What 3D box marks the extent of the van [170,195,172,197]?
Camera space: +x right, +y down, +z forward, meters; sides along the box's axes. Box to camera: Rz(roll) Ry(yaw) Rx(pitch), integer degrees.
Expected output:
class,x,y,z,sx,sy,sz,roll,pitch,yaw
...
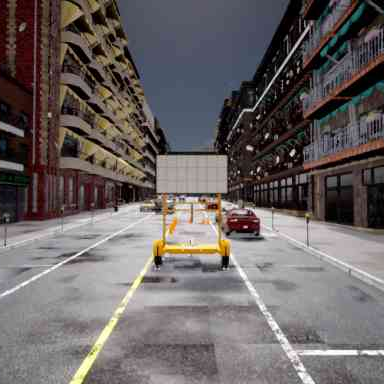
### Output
class,x,y,z,sx,sy,sz,roll,pitch,yaw
van,-5.230,1.481,62.668,1.690,1.788,3.998,1,0,0

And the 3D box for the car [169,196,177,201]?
class,x,y,z,sx,sy,sz,roll,pitch,yaw
car,-5.209,1.830,90.320,1.947,1.339,4.313,1,0,0

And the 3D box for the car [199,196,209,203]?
class,x,y,z,sx,sy,sz,roll,pitch,yaw
car,2.666,1.626,73.660,1.967,1.590,4.097,1,0,0

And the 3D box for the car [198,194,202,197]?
class,x,y,z,sx,sy,sz,roll,pitch,yaw
car,2.651,1.706,68.128,1.887,1.381,4.507,1,0,0

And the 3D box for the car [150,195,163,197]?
class,x,y,z,sx,sy,sz,roll,pitch,yaw
car,-5.245,1.399,46.078,2.192,1.841,5.009,2,0,0

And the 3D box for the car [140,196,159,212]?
class,x,y,z,sx,sy,sz,roll,pitch,yaw
car,-5.256,1.594,40.376,1.752,1.417,4.829,2,0,0

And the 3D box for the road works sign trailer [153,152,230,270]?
class,x,y,z,sx,sy,sz,roll,pitch,yaw
road works sign trailer,0.000,0.474,11.043,2.380,3.560,2.880,0,0,0

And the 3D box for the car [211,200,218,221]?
class,x,y,z,sx,sy,sz,roll,pitch,yaw
car,2.608,1.555,24.054,1.752,1.417,4.829,1,0,0

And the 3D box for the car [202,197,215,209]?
class,x,y,z,sx,sy,sz,roll,pitch,yaw
car,2.623,1.614,40.474,1.887,1.381,4.507,1,0,0

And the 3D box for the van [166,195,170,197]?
class,x,y,z,sx,sy,sz,roll,pitch,yaw
van,-5.235,1.459,57.136,1.690,1.788,3.998,2,0,0

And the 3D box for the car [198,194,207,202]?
class,x,y,z,sx,sy,sz,roll,pitch,yaw
car,2.638,1.551,84.722,2.192,1.841,5.009,1,0,0

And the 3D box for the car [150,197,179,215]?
class,x,y,z,sx,sy,sz,roll,pitch,yaw
car,-2.815,1.545,34.904,2.128,1.511,4.902,0,0,0

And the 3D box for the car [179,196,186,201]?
class,x,y,z,sx,sy,sz,roll,pitch,yaw
car,-2.660,1.758,90.592,2.128,1.511,4.902,0,0,0

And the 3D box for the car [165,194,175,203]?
class,x,y,z,sx,sy,sz,roll,pitch,yaw
car,-5.213,1.525,79.259,2.192,1.841,5.009,1,0,0

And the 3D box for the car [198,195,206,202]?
class,x,y,z,sx,sy,sz,roll,pitch,yaw
car,2.645,1.684,62.598,1.887,1.381,4.507,1,0,0

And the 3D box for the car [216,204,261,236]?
class,x,y,z,sx,sy,sz,roll,pitch,yaw
car,2.602,1.565,18.352,1.887,1.381,4.507,1,0,0

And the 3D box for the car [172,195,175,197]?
class,x,y,z,sx,sy,sz,roll,pitch,yaw
car,-5.219,1.501,73.729,2.192,1.841,5.009,1,0,0

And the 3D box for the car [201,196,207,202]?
class,x,y,z,sx,sy,sz,roll,pitch,yaw
car,2.628,1.634,46.006,2.008,1.369,4.403,1,0,0
